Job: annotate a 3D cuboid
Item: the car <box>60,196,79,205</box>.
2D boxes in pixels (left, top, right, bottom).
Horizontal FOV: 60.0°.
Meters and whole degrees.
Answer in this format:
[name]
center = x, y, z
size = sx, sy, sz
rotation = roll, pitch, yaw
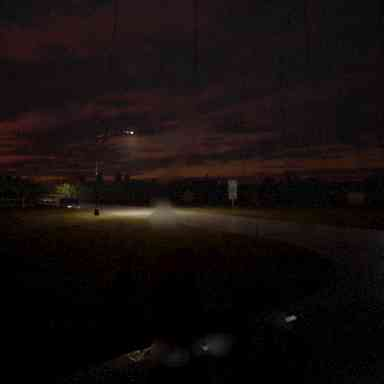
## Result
[car]
center = -18.501, 1.277, 50.049
size = 1.895, 1.301, 4.718
rotation = -1, 1, -35
